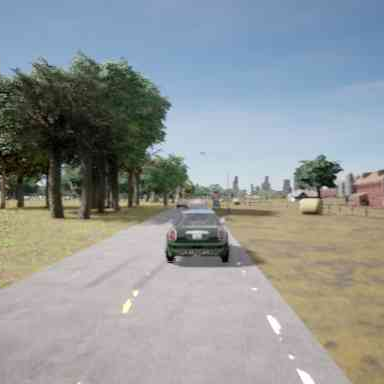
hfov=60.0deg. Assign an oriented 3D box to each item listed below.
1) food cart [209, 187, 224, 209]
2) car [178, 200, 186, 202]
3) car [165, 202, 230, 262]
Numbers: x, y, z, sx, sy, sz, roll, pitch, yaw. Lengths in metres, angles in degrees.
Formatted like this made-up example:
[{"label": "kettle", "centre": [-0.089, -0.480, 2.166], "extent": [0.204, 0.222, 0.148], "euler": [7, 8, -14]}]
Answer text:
[{"label": "food cart", "centre": [4.167, 1.113, 58.228], "extent": [2.280, 3.560, 4.660], "euler": [-2, -2, 1]}, {"label": "car", "centre": [-1.728, 2.174, 58.000], "extent": [1.882, 1.535, 5.008], "euler": [-1, -1, 2]}, {"label": "car", "centre": [0.220, 1.434, 12.605], "extent": [2.097, 1.767, 4.553], "euler": [-1, 0, 2]}]
